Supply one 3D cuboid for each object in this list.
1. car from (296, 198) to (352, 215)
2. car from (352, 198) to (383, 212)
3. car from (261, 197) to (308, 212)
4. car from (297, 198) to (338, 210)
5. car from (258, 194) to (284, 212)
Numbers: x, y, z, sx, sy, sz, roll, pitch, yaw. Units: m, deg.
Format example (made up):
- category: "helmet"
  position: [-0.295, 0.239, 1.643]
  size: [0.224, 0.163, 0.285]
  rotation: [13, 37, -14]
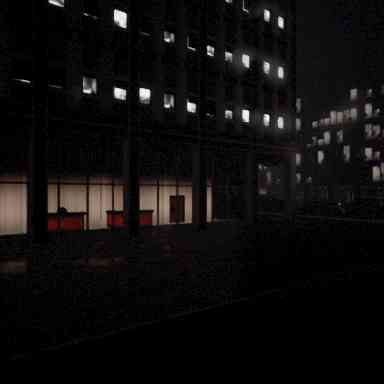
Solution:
- category: "car"
  position: [12.008, 1.414, 31.351]
  size: [1.752, 1.417, 4.829]
  rotation: [1, 0, -36]
- category: "car"
  position: [18.858, 1.359, 36.620]
  size: [1.967, 1.590, 4.097]
  rotation: [1, 0, -36]
- category: "car"
  position: [10.481, 1.339, 37.994]
  size: [1.882, 1.535, 5.008]
  rotation: [0, 0, -36]
- category: "car"
  position: [15.459, 1.436, 41.169]
  size: [2.008, 1.369, 4.403]
  rotation: [1, 0, -36]
- category: "car"
  position: [8.560, 1.170, 36.074]
  size: [2.192, 1.841, 5.009]
  rotation: [1, 0, -36]
